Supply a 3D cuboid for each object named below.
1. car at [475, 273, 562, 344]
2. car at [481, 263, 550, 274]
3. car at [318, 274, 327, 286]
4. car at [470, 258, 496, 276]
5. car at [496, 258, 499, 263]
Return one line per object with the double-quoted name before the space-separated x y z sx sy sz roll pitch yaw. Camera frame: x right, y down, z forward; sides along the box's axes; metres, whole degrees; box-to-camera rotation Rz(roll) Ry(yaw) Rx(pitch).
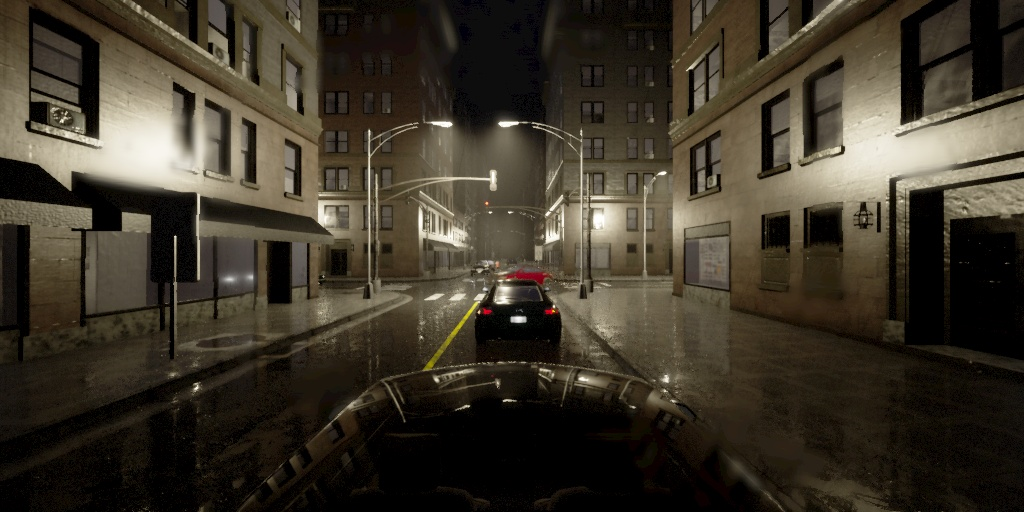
"car" 0.117 1.314 9.592 1.994 1.385 4.181 0 0 -1
"car" 0.544 1.312 22.710 4.181 1.385 1.994 0 0 -33
"car" -14.079 1.387 21.971 4.718 1.301 1.895 0 0 0
"car" -3.083 1.239 36.420 2.128 1.511 4.902 0 0 0
"car" -3.082 1.293 46.740 2.033 1.411 5.357 0 0 0
